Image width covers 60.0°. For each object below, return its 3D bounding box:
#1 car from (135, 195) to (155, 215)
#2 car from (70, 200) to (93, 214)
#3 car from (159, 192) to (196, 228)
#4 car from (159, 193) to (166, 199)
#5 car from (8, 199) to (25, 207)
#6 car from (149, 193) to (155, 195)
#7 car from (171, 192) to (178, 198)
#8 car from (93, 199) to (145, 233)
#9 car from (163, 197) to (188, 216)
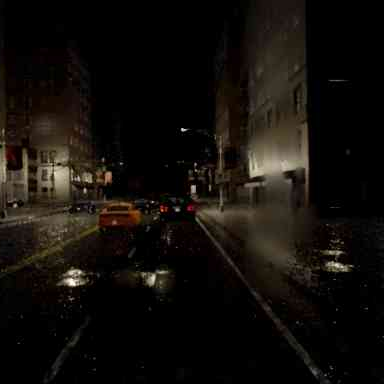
[{"bbox_3d":[-4.774,1.333,32.193,1.882,1.535,5.008,-1,0,-3],"label":"car"},{"bbox_3d":[-11.566,1.516,35.557,1.994,1.385,4.181,-1,0,-3],"label":"car"},{"bbox_3d":[-0.954,1.087,21.466,2.150,2.045,5.566,-1,0,-3],"label":"car"},{"bbox_3d":[-8.042,0.997,91.670,1.812,1.442,4.674,-1,0,-3],"label":"car"},{"bbox_3d":[-28.039,1.706,51.239,4.313,1.339,1.947,-1,0,-3],"label":"car"},{"bbox_3d":[-11.332,1.069,92.362,1.994,1.385,4.181,-1,0,-3],"label":"car"},{"bbox_3d":[-4.776,0.878,91.426,1.882,1.535,5.008,-1,0,-3],"label":"car"},{"bbox_3d":[-4.099,1.412,19.520,1.882,1.535,5.008,-1,0,-3],"label":"car"},{"bbox_3d":[-1.589,1.296,31.636,2.128,1.511,4.902,-1,0,-3],"label":"car"}]
